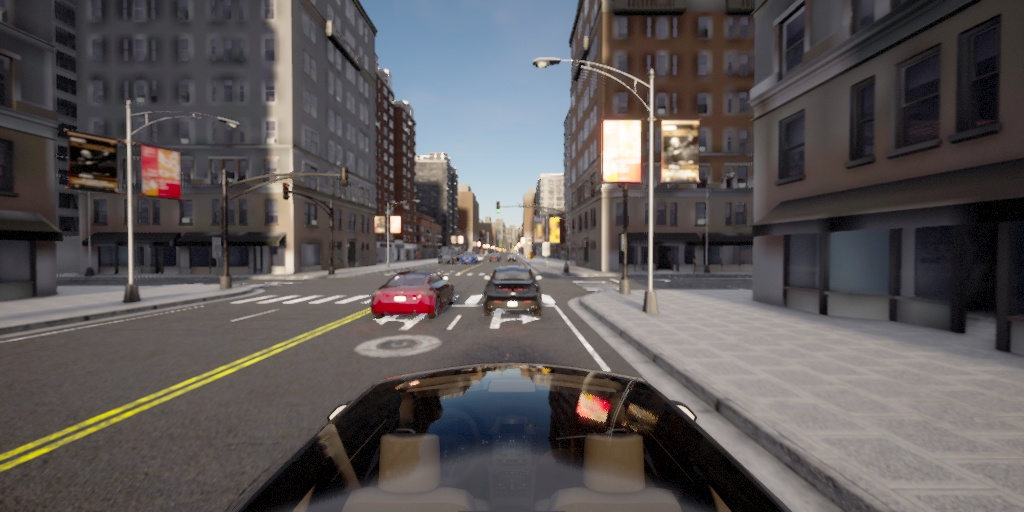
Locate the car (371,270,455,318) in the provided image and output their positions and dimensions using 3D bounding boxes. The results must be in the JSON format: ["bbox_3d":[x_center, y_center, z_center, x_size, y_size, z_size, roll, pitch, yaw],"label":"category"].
[{"bbox_3d":[-3.219,1.180,12.369,1.994,1.385,4.181,0,1,0],"label":"car"}]

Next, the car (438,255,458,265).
[{"bbox_3d":[-9.910,0.568,54.314,1.882,1.535,5.008,0,1,0],"label":"car"}]

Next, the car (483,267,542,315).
[{"bbox_3d":[0.032,1.116,12.818,1.837,1.490,4.892,0,1,0],"label":"car"}]

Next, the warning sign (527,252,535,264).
[{"bbox_3d":[2.763,0.230,52.304,1.300,1.860,1.060,0,0,0],"label":"warning sign"}]

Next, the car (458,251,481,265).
[{"bbox_3d":[-6.650,0.289,56.071,2.150,2.045,5.566,0,1,0],"label":"car"}]
